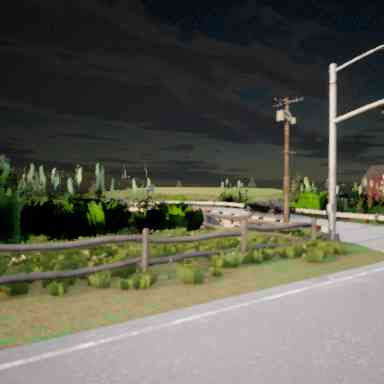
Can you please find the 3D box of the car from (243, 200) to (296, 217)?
[{"bbox_3d":[6.654,1.359,29.168,1.895,1.301,4.718,1,2,-32],"label":"car"}]
